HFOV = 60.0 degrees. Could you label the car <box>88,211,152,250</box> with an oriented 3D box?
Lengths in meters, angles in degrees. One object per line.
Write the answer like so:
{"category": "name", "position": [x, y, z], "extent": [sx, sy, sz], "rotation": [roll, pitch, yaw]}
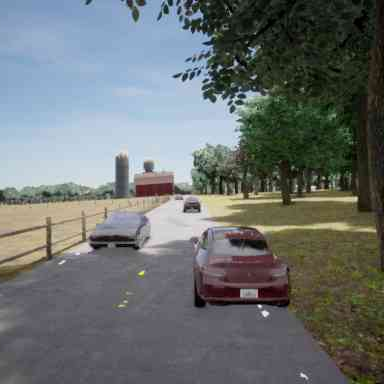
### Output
{"category": "car", "position": [-2.878, 1.541, 14.542], "extent": [2.033, 1.411, 5.357], "rotation": [0, 0, 0]}

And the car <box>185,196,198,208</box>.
{"category": "car", "position": [-0.040, 1.365, 46.892], "extent": [1.812, 1.442, 4.674], "rotation": [0, 0, 0]}

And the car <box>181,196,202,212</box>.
{"category": "car", "position": [0.011, 1.412, 36.836], "extent": [1.837, 1.490, 4.892], "rotation": [0, 0, 0]}

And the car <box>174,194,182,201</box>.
{"category": "car", "position": [-2.877, 1.180, 72.308], "extent": [1.812, 1.442, 4.674], "rotation": [0, 0, 0]}

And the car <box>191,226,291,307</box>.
{"category": "car", "position": [0.948, 1.525, 7.843], "extent": [1.812, 1.442, 4.674], "rotation": [0, 0, 0]}
